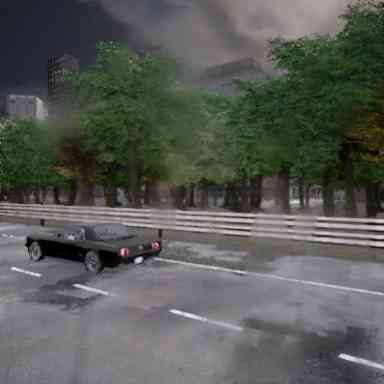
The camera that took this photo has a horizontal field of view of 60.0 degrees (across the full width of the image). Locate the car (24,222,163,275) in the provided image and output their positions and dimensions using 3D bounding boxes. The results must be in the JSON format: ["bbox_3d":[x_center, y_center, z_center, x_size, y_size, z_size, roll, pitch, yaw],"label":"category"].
[{"bbox_3d":[-3.280,1.603,10.516,4.718,1.301,1.895,0,0,36],"label":"car"}]
